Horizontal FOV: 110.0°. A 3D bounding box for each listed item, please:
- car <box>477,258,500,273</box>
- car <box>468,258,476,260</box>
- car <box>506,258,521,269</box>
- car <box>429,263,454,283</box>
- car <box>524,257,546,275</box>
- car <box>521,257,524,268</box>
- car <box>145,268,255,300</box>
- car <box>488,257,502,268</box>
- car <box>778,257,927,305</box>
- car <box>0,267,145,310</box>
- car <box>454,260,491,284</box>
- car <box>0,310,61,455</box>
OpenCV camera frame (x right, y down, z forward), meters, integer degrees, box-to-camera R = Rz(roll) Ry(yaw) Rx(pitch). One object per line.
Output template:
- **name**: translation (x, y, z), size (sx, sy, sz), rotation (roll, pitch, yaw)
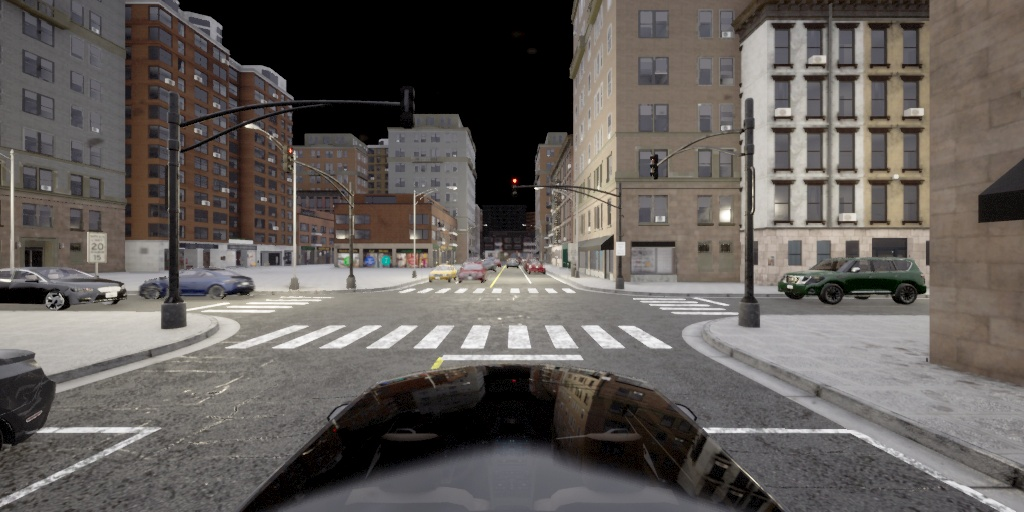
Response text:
- **car**: translation (-2.831, 1.258, 43.546), size (1.837, 1.490, 4.892), rotation (0, -1, 0)
- **car**: translation (-5.372, 1.302, 45.505), size (2.007, 1.370, 4.403), rotation (0, 0, 0)
- **car**: translation (0.115, 1.317, 58.569), size (1.994, 1.385, 4.181), rotation (0, 0, 1)
- **car**: translation (-5.378, 1.276, 28.349), size (1.751, 1.417, 4.829), rotation (0, 0, 0)
- **car**: translation (2.651, 1.191, 39.839), size (1.967, 1.591, 4.097), rotation (0, 0, 0)
- **car**: translation (2.654, 1.066, 45.501), size (2.192, 1.841, 5.009), rotation (0, 0, 0)
- **car**: translation (-14.394, 1.249, 16.554), size (4.181, 1.385, 1.994), rotation (0, 0, -3)
- **car**: translation (-2.749, 1.230, 60.326), size (1.882, 1.535, 5.008), rotation (0, 0, 0)
- **car**: translation (15.349, 1.056, 16.324), size (5.566, 2.045, 2.150), rotation (0, 0, -2)
- **car**: translation (-17.278, 1.162, 13.342), size (4.902, 1.511, 2.128), rotation (0, 0, 2)
- **car**: translation (-2.868, 1.276, 27.217), size (1.812, 1.442, 4.674), rotation (0, 0, 1)
- **car**: translation (-5.388, 1.300, 1.673), size (2.007, 1.370, 4.403), rotation (0, 0, 0)
